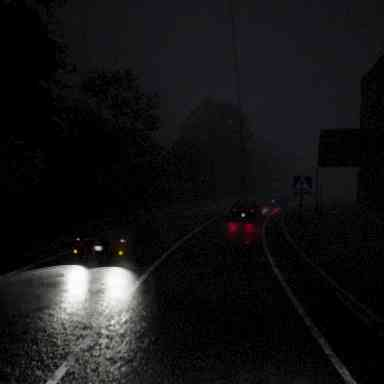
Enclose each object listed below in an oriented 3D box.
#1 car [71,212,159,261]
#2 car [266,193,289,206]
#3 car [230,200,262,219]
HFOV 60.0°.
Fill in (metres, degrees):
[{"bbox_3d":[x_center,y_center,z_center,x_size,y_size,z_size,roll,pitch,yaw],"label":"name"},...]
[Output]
[{"bbox_3d":[-2.503,1.440,11.793,1.994,1.385,4.181,1,1,8],"label":"car"},{"bbox_3d":[10.377,0.800,40.299,1.812,1.442,4.674,2,3,27],"label":"car"},{"bbox_3d":[4.212,1.271,25.279,1.895,1.301,4.718,2,2,17],"label":"car"}]
